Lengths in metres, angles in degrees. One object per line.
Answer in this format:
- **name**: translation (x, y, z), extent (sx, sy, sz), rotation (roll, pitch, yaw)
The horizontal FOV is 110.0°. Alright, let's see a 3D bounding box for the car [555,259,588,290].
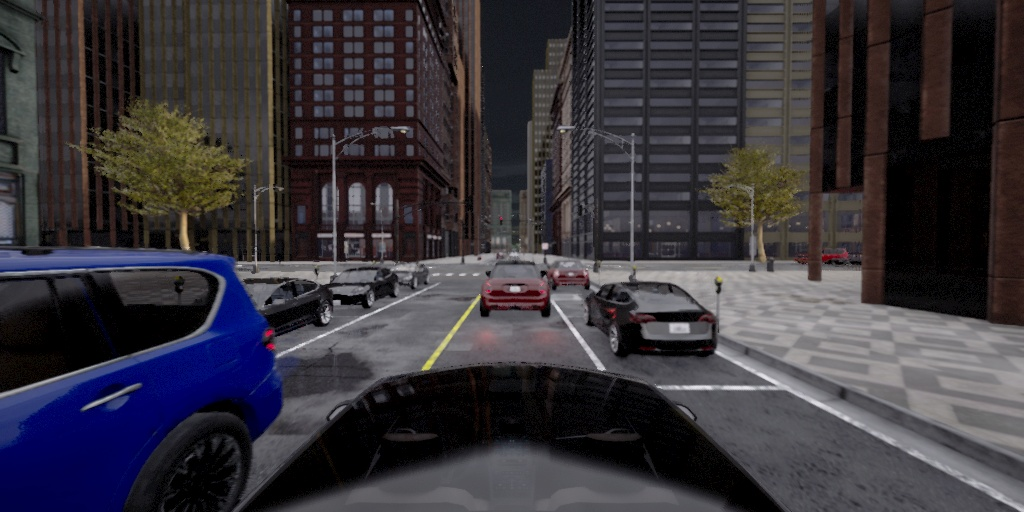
- **car**: translation (2.889, 0.872, 19.332), extent (1.967, 1.591, 4.097), rotation (0, 0, 0)

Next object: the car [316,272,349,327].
- **car**: translation (-5.718, 1.197, 8.122), extent (1.948, 1.339, 4.313), rotation (0, 0, 0)

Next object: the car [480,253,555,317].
- **car**: translation (0.133, 0.909, 12.326), extent (2.097, 1.767, 4.553), rotation (0, 1, 1)

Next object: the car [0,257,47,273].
- **car**: translation (-48.276, 0.824, 34.529), extent (4.674, 1.442, 1.812), rotation (0, 1, 1)

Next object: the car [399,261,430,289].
- **car**: translation (-5.636, 0.979, 19.392), extent (2.007, 1.370, 4.403), rotation (0, 0, 0)

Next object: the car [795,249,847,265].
- **car**: translation (38.004, 0.113, 43.927), extent (5.566, 2.045, 2.150), rotation (0, 1, 1)

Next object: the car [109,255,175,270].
- **car**: translation (-38.836, 0.679, 37.678), extent (5.008, 1.535, 1.882), rotation (0, 1, 0)

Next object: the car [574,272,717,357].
- **car**: translation (2.807, 1.201, 8.062), extent (1.948, 1.339, 4.313), rotation (0, 0, 0)

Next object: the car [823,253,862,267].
- **car**: translation (38.777, 0.564, 40.691), extent (4.718, 1.301, 1.895), rotation (0, 1, 1)

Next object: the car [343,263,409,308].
- **car**: translation (-5.676, 1.096, 13.757), extent (1.948, 1.339, 4.313), rotation (0, 0, 0)

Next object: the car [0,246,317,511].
- **car**: translation (-3.108, 0.986, 0.854), extent (2.150, 2.045, 5.566), rotation (0, 1, 0)
